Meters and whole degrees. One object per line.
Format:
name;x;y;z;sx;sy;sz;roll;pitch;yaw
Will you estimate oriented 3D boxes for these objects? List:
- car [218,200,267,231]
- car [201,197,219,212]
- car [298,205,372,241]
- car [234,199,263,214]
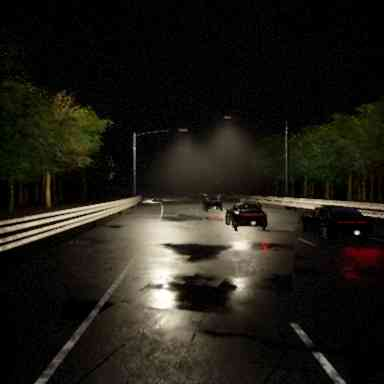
car;3.111;1.396;19.882;2.128;1.511;4.902;0;0;-2
car;2.124;1.340;36.114;1.837;1.490;4.892;0;0;-4
car;6.758;1.422;16.204;1.837;1.490;4.892;0;0;-2
car;5.756;1.436;34.645;1.895;1.301;4.718;0;0;-4
